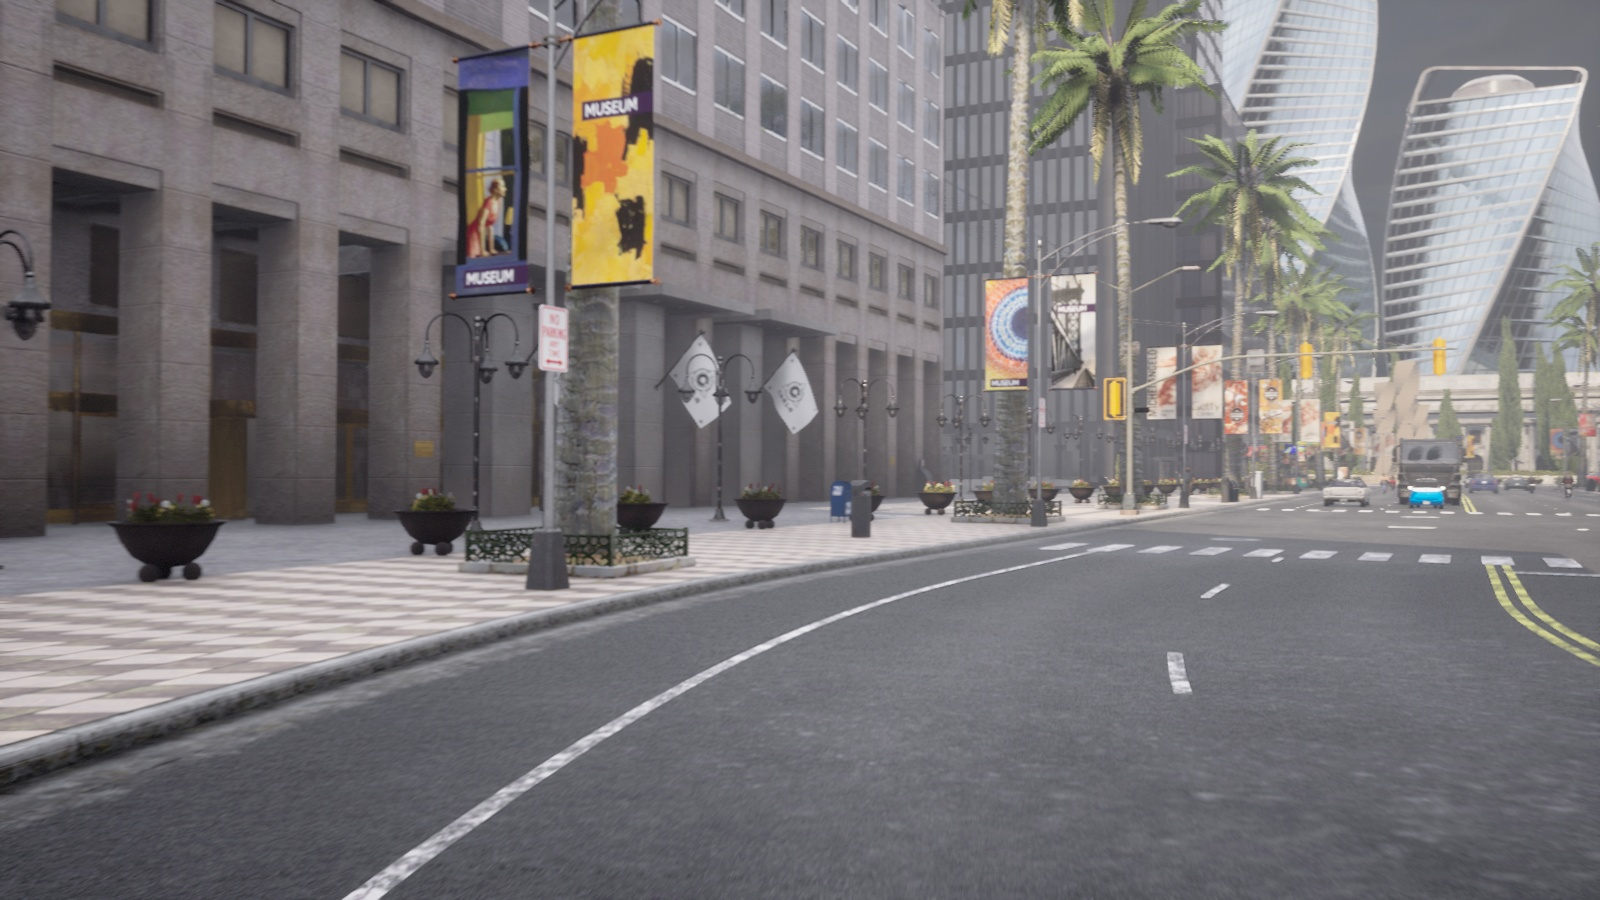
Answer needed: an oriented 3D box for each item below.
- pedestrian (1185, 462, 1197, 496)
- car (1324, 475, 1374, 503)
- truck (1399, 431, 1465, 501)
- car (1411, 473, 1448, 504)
[{"bbox_3d":[21.382,1.561,68.603,0.540,1.848,0.694,-1,-1,23],"label":"pedestrian"},{"bbox_3d":[26.747,1.863,61.065,1.895,1.301,4.718,-1,-1,28],"label":"car"},{"bbox_3d":[33.266,0.845,66.000,2.891,3.462,7.936,-1,-1,28],"label":"truck"},{"bbox_3d":[28.784,1.751,57.417,1.481,1.376,2.207,-1,-1,28],"label":"car"}]
